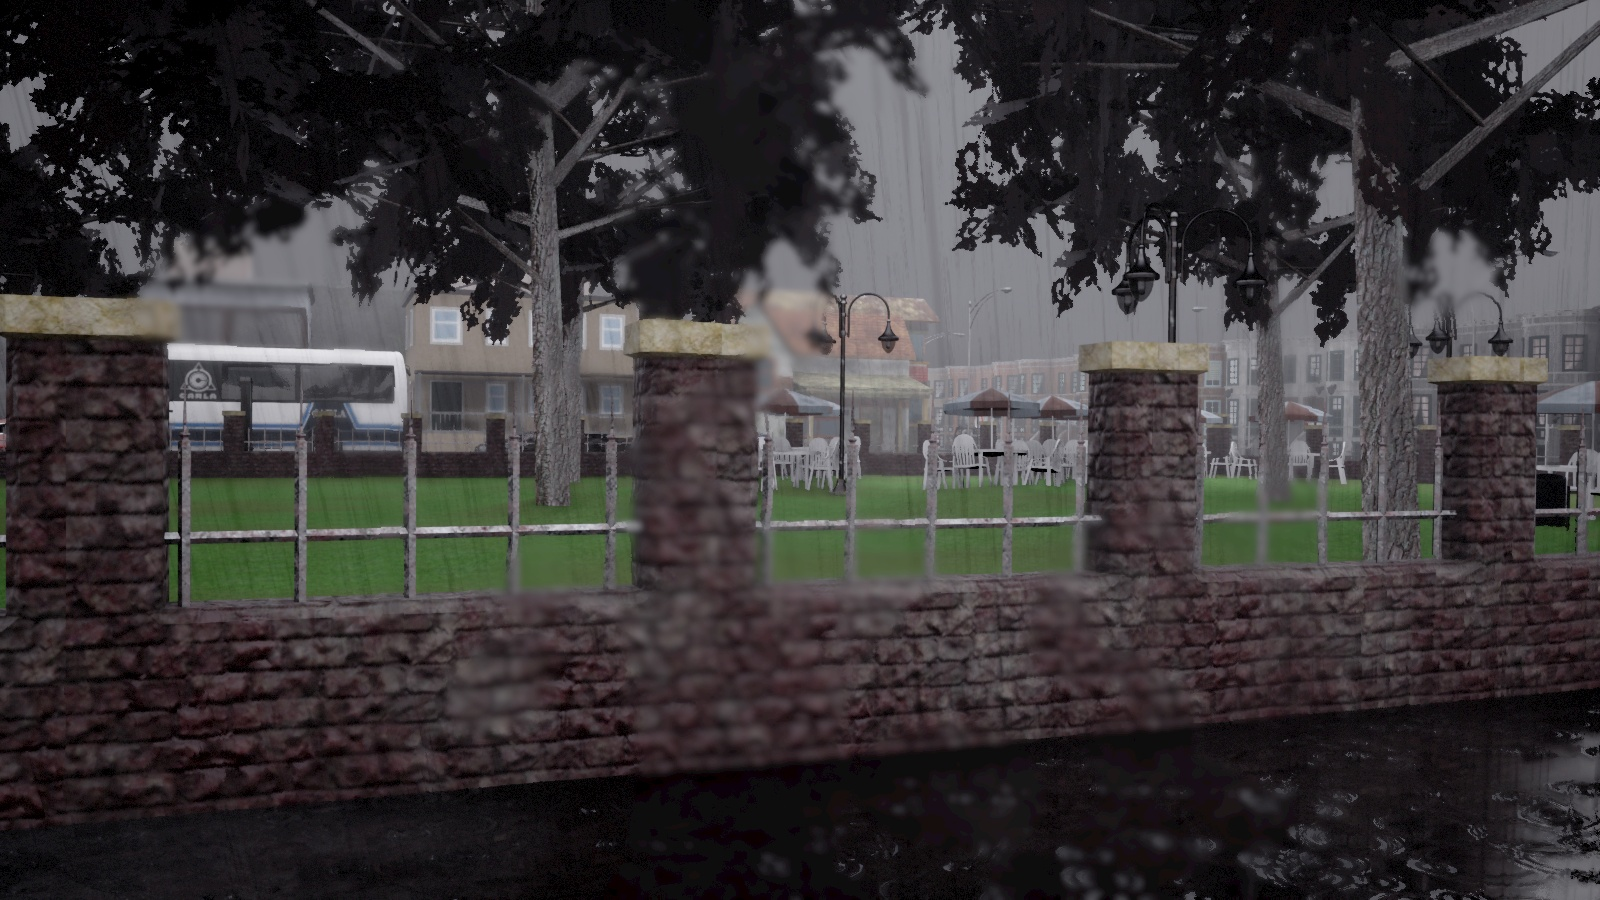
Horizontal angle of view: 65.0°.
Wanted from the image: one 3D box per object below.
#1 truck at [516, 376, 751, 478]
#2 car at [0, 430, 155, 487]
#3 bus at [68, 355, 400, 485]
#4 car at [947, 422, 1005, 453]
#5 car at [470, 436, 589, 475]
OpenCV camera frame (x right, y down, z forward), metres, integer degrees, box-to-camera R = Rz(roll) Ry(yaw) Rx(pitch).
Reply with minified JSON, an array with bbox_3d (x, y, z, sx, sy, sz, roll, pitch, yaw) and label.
[{"bbox_3d":[-6.038,-0.861,45.601,7.936,3.462,2.891,-1,1,-21],"label":"truck"},{"bbox_3d":[-22.891,0.251,39.233,4.611,1.667,2.242,-1,1,-21],"label":"car"},{"bbox_3d":[-19.743,-1.092,44.682,10.273,4.253,3.944,-1,1,-20],"label":"bus"},{"bbox_3d":[10.744,-0.773,76.893,1.905,1.878,3.866,-1,1,-21],"label":"car"},{"bbox_3d":[-10.402,0.190,48.242,4.181,1.385,1.994,-1,1,-21],"label":"car"}]
